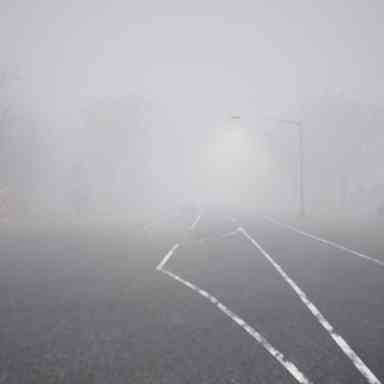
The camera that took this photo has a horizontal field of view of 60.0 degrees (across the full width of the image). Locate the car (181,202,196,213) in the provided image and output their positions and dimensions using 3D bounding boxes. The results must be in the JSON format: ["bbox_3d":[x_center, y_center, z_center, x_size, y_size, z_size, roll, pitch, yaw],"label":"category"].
[{"bbox_3d":[-0.423,2.185,46.952,1.882,1.535,5.008,-1,-1,3],"label":"car"}]
